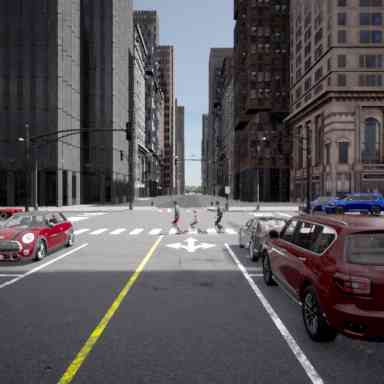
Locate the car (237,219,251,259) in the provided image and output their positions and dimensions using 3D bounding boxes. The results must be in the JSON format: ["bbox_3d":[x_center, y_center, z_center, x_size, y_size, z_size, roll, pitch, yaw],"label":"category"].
[{"bbox_3d":[2.727,1.550,12.008,2.008,1.369,4.403,0,0,0],"label":"car"}]

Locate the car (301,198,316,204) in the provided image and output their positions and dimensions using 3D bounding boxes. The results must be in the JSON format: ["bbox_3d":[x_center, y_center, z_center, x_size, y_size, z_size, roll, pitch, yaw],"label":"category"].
[{"bbox_3d":[13.302,1.289,34.119,4.553,1.767,2.097,0,0,0],"label":"car"}]

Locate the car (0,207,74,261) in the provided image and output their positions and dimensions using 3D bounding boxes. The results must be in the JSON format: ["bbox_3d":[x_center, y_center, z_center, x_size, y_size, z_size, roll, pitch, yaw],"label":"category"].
[{"bbox_3d":[-5.799,1.439,11.983,1.967,1.590,4.097,0,0,0],"label":"car"}]

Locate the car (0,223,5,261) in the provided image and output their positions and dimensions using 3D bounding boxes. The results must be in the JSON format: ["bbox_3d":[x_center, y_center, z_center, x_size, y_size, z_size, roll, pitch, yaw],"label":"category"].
[{"bbox_3d":[-5.783,1.525,6.211,1.752,1.417,4.829,0,0,0],"label":"car"}]

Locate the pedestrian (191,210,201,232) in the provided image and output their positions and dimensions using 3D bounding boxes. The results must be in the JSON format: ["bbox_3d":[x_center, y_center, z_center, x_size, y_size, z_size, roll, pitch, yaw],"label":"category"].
[{"bbox_3d":[0.236,1.581,18.683,0.375,1.300,0.375,0,0,0],"label":"pedestrian"}]

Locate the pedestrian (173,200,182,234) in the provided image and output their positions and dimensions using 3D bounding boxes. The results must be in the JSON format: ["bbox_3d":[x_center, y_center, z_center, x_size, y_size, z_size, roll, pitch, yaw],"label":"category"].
[{"bbox_3d":[-0.803,1.292,17.480,0.375,1.860,0.375,0,0,0],"label":"pedestrian"}]

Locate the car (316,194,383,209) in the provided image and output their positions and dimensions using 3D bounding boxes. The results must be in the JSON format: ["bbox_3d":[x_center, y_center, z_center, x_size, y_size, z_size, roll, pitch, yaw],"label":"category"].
[{"bbox_3d":[14.975,1.167,30.883,5.566,2.045,2.150,0,0,-2],"label":"car"}]

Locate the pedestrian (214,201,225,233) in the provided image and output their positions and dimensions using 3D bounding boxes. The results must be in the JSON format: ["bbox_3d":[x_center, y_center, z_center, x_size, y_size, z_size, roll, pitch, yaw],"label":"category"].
[{"bbox_3d":[1.477,1.295,18.084,0.375,1.860,0.375,0,0,0],"label":"pedestrian"}]

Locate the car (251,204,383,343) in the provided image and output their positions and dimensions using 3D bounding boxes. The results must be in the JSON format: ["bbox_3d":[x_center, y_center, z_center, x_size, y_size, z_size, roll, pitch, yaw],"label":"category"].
[{"bbox_3d":[2.741,1.314,6.406,2.192,1.841,5.009,0,0,0],"label":"car"}]
